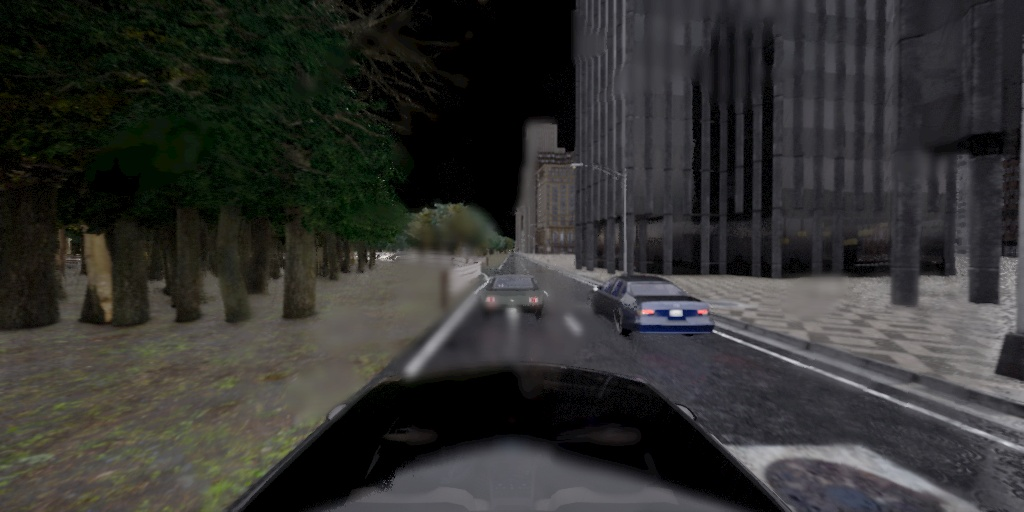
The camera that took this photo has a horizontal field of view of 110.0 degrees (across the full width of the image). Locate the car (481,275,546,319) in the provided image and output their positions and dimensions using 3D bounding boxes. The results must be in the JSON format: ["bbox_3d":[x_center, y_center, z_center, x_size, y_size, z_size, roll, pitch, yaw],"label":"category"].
[{"bbox_3d":[0.064,1.300,12.496,1.895,1.301,4.718,0,0,1],"label":"car"}]

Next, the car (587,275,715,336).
[{"bbox_3d":[3.540,1.257,10.205,2.033,1.411,5.357,0,0,1],"label":"car"}]
